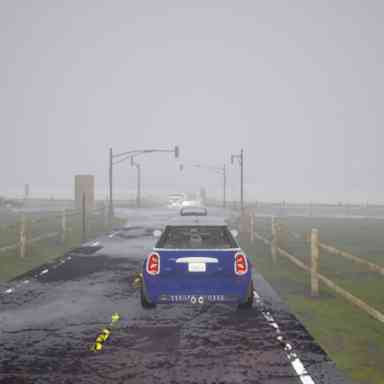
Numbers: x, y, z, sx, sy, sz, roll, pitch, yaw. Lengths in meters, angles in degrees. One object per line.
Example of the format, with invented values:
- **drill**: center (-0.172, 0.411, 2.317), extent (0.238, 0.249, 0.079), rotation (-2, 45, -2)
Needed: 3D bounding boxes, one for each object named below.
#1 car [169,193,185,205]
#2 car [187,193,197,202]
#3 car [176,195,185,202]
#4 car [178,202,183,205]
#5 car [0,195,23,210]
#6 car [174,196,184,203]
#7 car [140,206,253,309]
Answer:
- **car**: center (-2.881, 1.223, 59.273), extent (2.150, 2.045, 5.566), rotation (0, 0, 0)
- **car**: center (-0.007, 1.229, 79.311), extent (2.150, 2.045, 5.566), rotation (0, 0, 0)
- **car**: center (-2.756, 1.528, 79.801), extent (1.812, 1.442, 4.674), rotation (0, 0, 0)
- **car**: center (0.080, 1.503, 17.196), extent (1.837, 1.490, 4.892), rotation (0, 0, 0)
- **car**: center (-21.078, 1.102, 36.297), extent (5.008, 1.535, 1.882), rotation (1, 0, 0)
- **car**: center (-2.782, 1.597, 69.532), extent (1.895, 1.301, 4.718), rotation (0, 0, 0)
- **car**: center (0.090, 1.351, 8.030), extent (2.097, 1.767, 4.553), rotation (0, 0, 0)
